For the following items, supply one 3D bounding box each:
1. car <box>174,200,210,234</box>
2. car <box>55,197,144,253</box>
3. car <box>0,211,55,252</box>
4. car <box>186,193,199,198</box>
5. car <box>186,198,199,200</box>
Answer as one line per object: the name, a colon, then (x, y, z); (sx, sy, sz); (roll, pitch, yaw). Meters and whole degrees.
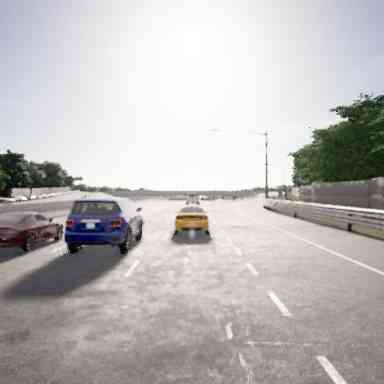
car: (-0.005, 1.470, 19.272); (1.882, 1.535, 5.008); (0, 0, 0)
car: (-3.401, 1.216, 13.830); (2.150, 2.045, 5.566); (0, 0, 0)
car: (-6.901, 1.520, 13.689); (1.812, 1.442, 4.674); (0, 0, 0)
car: (0.085, 1.214, 58.219); (2.150, 2.045, 5.566); (0, 0, 0)
car: (0.098, 1.588, 33.390); (1.895, 1.301, 4.718); (0, 0, 0)
